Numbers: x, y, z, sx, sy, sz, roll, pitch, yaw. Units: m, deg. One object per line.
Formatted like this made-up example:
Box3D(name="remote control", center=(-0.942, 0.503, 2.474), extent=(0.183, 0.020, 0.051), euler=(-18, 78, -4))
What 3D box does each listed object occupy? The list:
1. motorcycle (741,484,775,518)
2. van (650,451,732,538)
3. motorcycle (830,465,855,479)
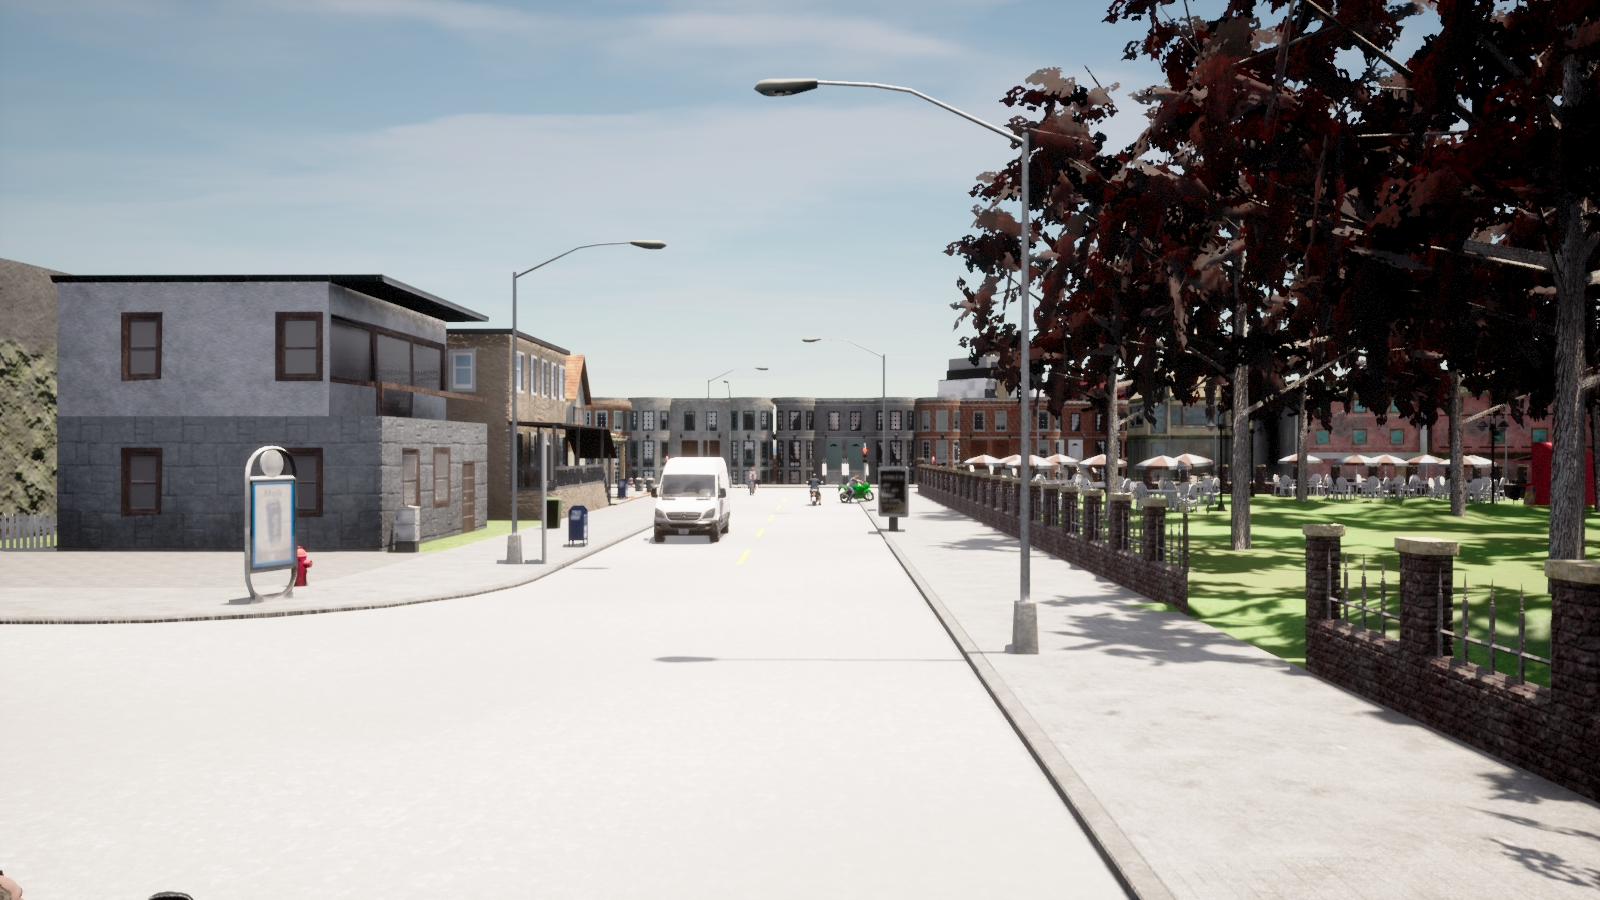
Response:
Box3D(name="motorcycle", center=(-1.677, 1.985, 45.065), extent=(0.867, 1.251, 2.209), euler=(0, 0, -15))
Box3D(name="van", center=(-3.393, 1.314, 36.728), extent=(1.988, 2.561, 5.915), euler=(0, 0, 1))
Box3D(name="motorcycle", center=(3.779, 1.939, 101.151), extent=(2.033, 1.145, 0.803), euler=(-5, -2, 27))
